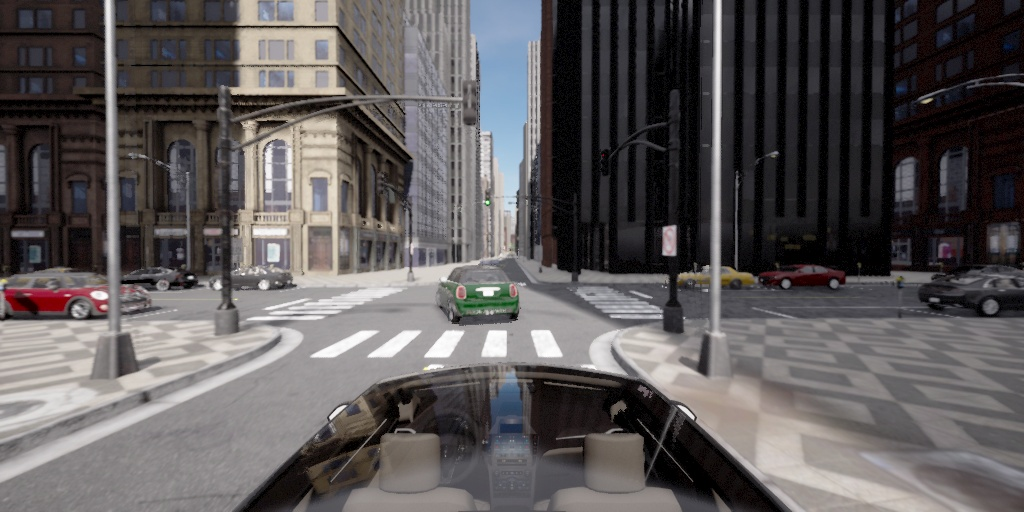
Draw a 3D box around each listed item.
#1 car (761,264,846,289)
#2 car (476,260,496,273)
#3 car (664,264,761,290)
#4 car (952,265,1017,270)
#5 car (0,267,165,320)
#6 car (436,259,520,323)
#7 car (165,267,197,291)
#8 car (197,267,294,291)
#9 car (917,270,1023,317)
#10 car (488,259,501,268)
[{"bbox_3d":[17.058,1.186,21.258,4.507,1.381,1.888,0,0,0],"label":"car"},{"bbox_3d":[-3.091,1.236,43.646,2.128,1.511,4.902,0,0,0],"label":"car"},{"bbox_3d":[11.588,1.178,21.239,4.829,1.417,1.751,0,0,0],"label":"car"},{"bbox_3d":[27.658,1.187,21.294,4.313,1.339,1.948,0,0,0],"label":"car"},{"bbox_3d":[-15.332,1.301,12.622,4.097,1.591,1.967,0,0,0],"label":"car"},{"bbox_3d":[-1.357,1.106,12.489,2.097,1.767,4.553,0,0,-18],"label":"car"},{"bbox_3d":[-21.001,1.319,21.127,4.313,1.339,1.948,0,0,0],"label":"car"},{"bbox_3d":[-15.331,1.283,21.146,4.403,1.370,2.007,0,0,0],"label":"car"},{"bbox_3d":[17.159,1.320,12.734,4.403,1.370,2.007,0,0,0],"label":"car"},{"bbox_3d":[-3.009,1.291,63.823,2.033,1.411,5.357,0,0,0],"label":"car"}]
